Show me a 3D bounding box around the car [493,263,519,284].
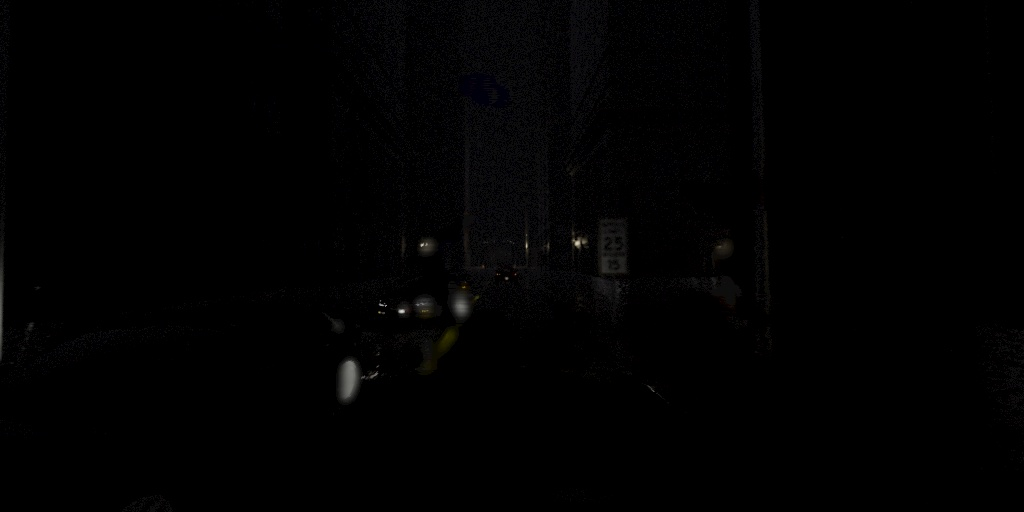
[{"bbox_3d":[-0.471,1.622,30.831,1.812,1.442,4.674,-1,-1,-1],"label":"car"}]

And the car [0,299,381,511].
[{"bbox_3d":[-3.086,1.303,3.489,1.837,1.490,4.892,-1,-1,-1],"label":"car"}]

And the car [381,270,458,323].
[{"bbox_3d":[-3.295,1.413,12.990,1.837,1.490,4.892,-1,-1,-1],"label":"car"}]

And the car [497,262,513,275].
[{"bbox_3d":[-0.912,1.693,50.104,2.097,1.767,4.553,-1,-1,0],"label":"car"}]

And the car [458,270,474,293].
[{"bbox_3d":[-3.507,1.591,22.911,1.994,1.385,4.181,-1,-1,-2],"label":"car"}]
